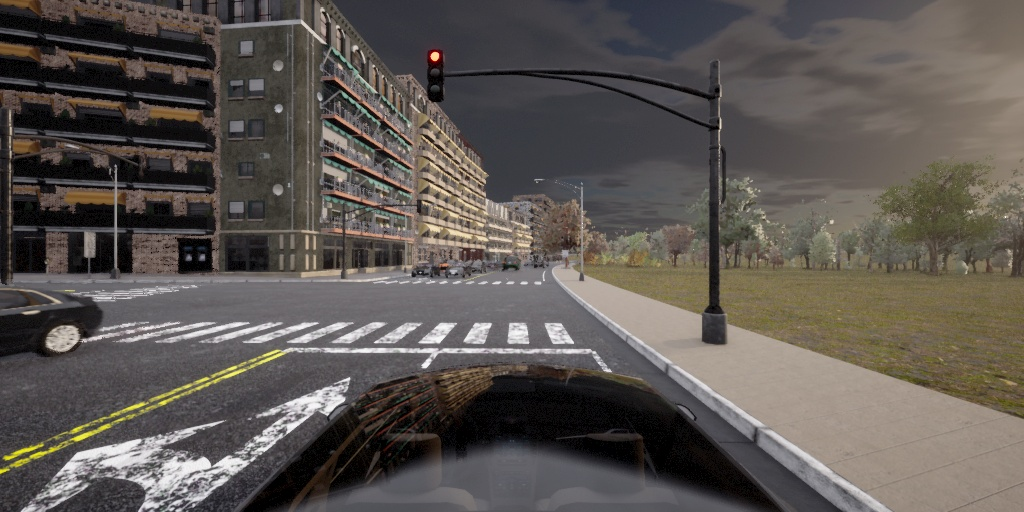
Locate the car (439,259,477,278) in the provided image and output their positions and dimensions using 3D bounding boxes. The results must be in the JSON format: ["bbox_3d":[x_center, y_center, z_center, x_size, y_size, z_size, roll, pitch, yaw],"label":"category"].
[{"bbox_3d":[-5.134,1.302,34.951,2.128,1.511,4.902,0,0,5],"label":"car"}]

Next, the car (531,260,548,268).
[{"bbox_3d":[5.014,1.448,64.891,1.837,1.490,4.892,0,0,9],"label":"car"}]

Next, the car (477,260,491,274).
[{"bbox_3d":[-4.271,1.351,44.254,1.837,1.490,4.892,0,0,6],"label":"car"}]

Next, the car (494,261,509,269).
[{"bbox_3d":[-1.815,1.531,63.438,1.895,1.301,4.718,0,0,9],"label":"car"}]

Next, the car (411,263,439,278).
[{"bbox_3d":[-8.364,1.375,35.322,1.994,1.385,4.181,0,0,5],"label":"car"}]

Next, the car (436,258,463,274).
[{"bbox_3d":[-7.583,1.195,43.742,2.097,1.767,4.553,0,0,6],"label":"car"}]

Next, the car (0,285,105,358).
[{"bbox_3d":[-9.811,1.256,5.743,1.837,1.490,4.892,1,0,-2],"label":"car"}]

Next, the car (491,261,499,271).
[{"bbox_3d":[-3.216,1.446,53.397,1.994,1.385,4.181,0,0,7],"label":"car"}]

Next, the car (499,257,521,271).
[{"bbox_3d":[0.031,1.098,51.849,2.150,2.045,5.566,0,0,7],"label":"car"}]
